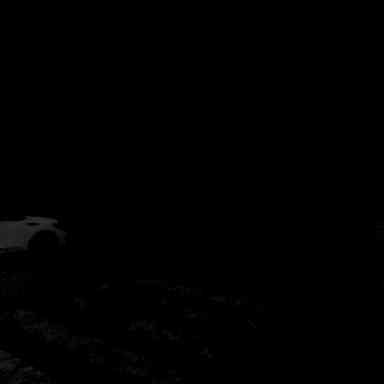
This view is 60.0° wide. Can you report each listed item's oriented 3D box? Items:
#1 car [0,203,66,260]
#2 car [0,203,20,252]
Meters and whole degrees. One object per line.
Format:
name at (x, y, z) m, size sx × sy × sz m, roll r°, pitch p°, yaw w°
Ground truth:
car at (-6.693, 1.211, 10.057) m, size 2.435 × 2.045 × 5.566 m, roll 0°, pitch 0°, yaw 35°
car at (-8.840, 1.329, 11.586) m, size 2.185 × 1.767 × 4.553 m, roll 0°, pitch 0°, yaw 35°
